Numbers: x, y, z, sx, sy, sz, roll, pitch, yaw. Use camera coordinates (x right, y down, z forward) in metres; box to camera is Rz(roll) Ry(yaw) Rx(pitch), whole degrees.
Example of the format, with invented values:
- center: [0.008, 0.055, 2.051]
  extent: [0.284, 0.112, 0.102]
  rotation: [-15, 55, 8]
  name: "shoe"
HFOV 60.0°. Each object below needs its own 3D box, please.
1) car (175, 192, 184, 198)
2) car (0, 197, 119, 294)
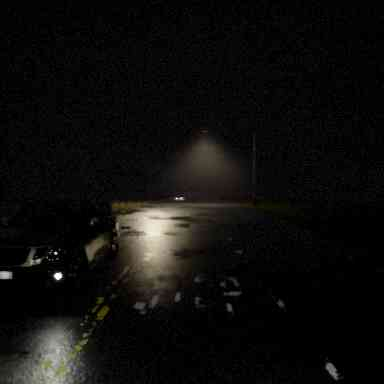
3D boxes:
- center: [-3.225, 0.764, 85.337]
  extent: [2.128, 1.511, 4.902]
  rotation: [0, 1, 4]
  name: "car"
- center: [-3.499, 1.187, 8.975]
  extent: [2.150, 2.045, 5.566]
  rotation: [0, 0, 0]
  name: "car"
